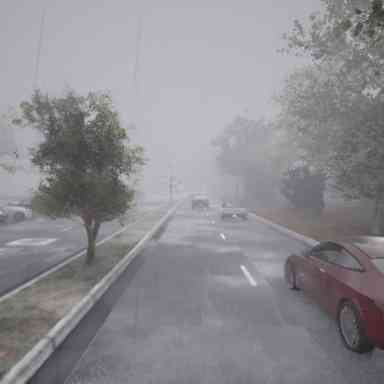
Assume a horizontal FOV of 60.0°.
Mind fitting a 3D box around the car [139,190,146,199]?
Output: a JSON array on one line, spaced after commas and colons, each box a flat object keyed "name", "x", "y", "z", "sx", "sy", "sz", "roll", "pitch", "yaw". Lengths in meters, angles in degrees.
[{"name": "car", "x": -13.781, "y": 0.586, "z": 74.529, "sx": 5.566, "sy": 2.045, "sz": 2.435, "roll": -1, "pitch": 1, "yaw": -20}]

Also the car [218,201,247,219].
[{"name": "car", "x": 3.105, "y": 1.400, "z": 26.407, "sx": 1.895, "sy": 1.301, "sz": 4.718, "roll": 0, "pitch": 1, "yaw": 0}]

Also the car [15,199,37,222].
[{"name": "car", "x": -13.820, "y": 1.369, "z": 23.521, "sx": 4.674, "sy": 1.452, "sz": 2.002, "roll": -1, "pitch": 0, "yaw": -20}]

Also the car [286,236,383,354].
[{"name": "car", "x": 3.102, "y": 1.512, "z": 5.954, "sx": 1.812, "sy": 1.442, "sz": 4.674, "roll": 0, "pitch": 0, "yaw": 0}]

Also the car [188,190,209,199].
[{"name": "car", "x": 0.908, "y": 0.890, "z": 47.215, "sx": 2.097, "sy": 1.767, "sz": 4.553, "roll": 0, "pitch": 1, "yaw": 0}]

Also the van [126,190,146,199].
[{"name": "van", "x": -13.593, "y": 0.575, "z": 80.602, "sx": 4.442, "sy": 1.987, "sz": 1.878, "roll": -1, "pitch": 0, "yaw": -19}]

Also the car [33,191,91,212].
[{"name": "car", "x": -13.787, "y": 0.915, "z": 35.536, "sx": 5.566, "sy": 2.045, "sz": 2.435, "roll": -1, "pitch": 1, "yaw": -20}]

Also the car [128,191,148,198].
[{"name": "car", "x": -13.618, "y": 0.659, "z": 83.580, "sx": 4.553, "sy": 1.767, "sz": 2.185, "roll": -1, "pitch": 1, "yaw": -19}]

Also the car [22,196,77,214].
[{"name": "car", "x": -13.784, "y": 1.235, "z": 32.537, "sx": 4.792, "sy": 1.488, "sz": 2.163, "roll": -1, "pitch": 1, "yaw": -20}]

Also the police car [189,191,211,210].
[{"name": "police car", "x": 0.907, "y": 1.075, "z": 37.349, "sx": 1.930, "sy": 1.638, "sz": 5.238, "roll": 0, "pitch": 1, "yaw": 0}]

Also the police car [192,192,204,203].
[{"name": "police car", "x": 0.910, "y": 0.908, "z": 53.360, "sx": 1.930, "sy": 1.638, "sz": 5.238, "roll": 0, "pitch": 1, "yaw": 0}]

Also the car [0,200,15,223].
[{"name": "car", "x": -13.852, "y": 1.240, "z": 20.508, "sx": 4.553, "sy": 1.767, "sz": 2.185, "roll": -1, "pitch": 0, "yaw": -20}]

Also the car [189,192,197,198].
[{"name": "car", "x": 0.196, "y": 0.698, "z": 86.360, "sx": 2.033, "sy": 1.411, "sz": 5.357, "roll": 0, "pitch": 0, "yaw": 1}]

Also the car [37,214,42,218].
[{"name": "car", "x": -13.808, "y": 1.289, "z": 26.520, "sx": 5.008, "sy": 1.535, "sz": 2.097, "roll": -1, "pitch": 1, "yaw": -20}]
